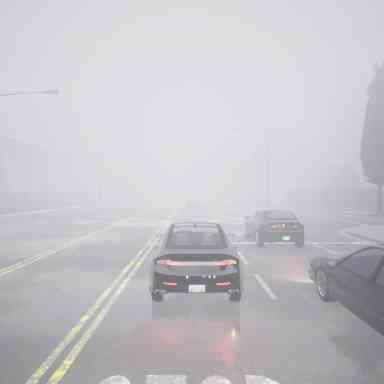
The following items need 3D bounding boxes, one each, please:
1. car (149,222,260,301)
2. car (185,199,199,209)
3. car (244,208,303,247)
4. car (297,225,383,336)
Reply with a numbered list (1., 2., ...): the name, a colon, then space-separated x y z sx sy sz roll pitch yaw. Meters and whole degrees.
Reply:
1. car: 0.082 1.492 8.302 2.128 1.511 4.902 0 0 0
2. car: 0.005 1.601 44.120 1.895 1.301 4.718 0 0 0
3. car: 3.566 1.505 15.002 1.837 1.490 4.892 0 0 0
4. car: 3.589 1.547 5.256 2.033 1.411 5.357 0 0 0
